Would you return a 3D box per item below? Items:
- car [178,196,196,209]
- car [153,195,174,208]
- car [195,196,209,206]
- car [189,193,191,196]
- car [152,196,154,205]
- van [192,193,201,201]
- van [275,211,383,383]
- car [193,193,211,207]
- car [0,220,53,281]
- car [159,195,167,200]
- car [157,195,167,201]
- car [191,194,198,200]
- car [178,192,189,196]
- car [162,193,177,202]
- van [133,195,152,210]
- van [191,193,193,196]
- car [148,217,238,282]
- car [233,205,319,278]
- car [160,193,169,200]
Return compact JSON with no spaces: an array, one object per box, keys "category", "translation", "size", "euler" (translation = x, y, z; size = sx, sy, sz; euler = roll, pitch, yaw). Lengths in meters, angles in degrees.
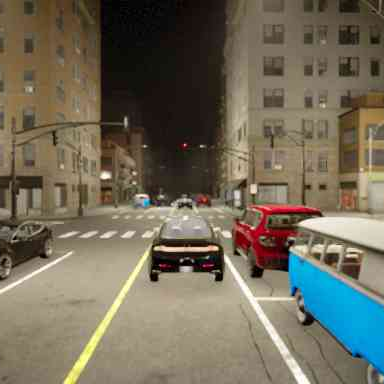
[{"category":"car","translation":[-0.868,1.497,42.659],"size":[1.895,1.301,4.718],"euler":[0,0,-1]},{"category":"car","translation":[-3.887,1.452,46.289],"size":[1.994,1.385,4.181],"euler":[0,0,-1]},{"category":"car","translation":[1.498,1.421,52.769],"size":[2.008,1.369,4.403],"euler":[0,0,-1]},{"category":"car","translation":[1.105,1.144,68.983],"size":[2.192,1.841,5.009],"euler":[0,0,-1]},{"category":"car","translation":[-6.604,1.440,52.579],"size":[1.947,1.339,4.313],"euler":[0,0,-1]},{"category":"van","translation":[0.974,1.156,74.388],"size":[1.690,1.788,3.998],"euler":[0,0,-1]},{"category":"van","translation":[2.560,1.329,4.491],"size":[1.690,1.788,3.998],"euler":[0,0,-1]},{"category":"car","translation":[1.629,1.198,47.364],"size":[2.192,1.841,5.009],"euler":[0,0,-1]},{"category":"car","translation":[-5.591,1.546,9.815],"size":[1.947,1.339,4.313],"euler":[0,0,-1]},{"category":"car","translation":[-7.351,1.358,85.008],"size":[1.947,1.339,4.313],"euler":[0,0,-1]},{"category":"car","translation":[-7.227,1.357,79.603],"size":[2.008,1.369,4.403],"euler":[0,0,-1]},{"category":"car","translation":[0.578,1.298,90.771],"size":[1.752,1.417,4.829],"euler":[0,0,-1]},{"category":"car","translation":[-1.778,1.348,77.506],"size":[2.033,1.411,5.357],"euler":[0,0,-1]},{"category":"car","translation":[-4.245,1.445,64.219],"size":[1.895,1.301,4.718],"euler":[0,0,-1]},{"category":"van","translation":[-6.355,1.243,41.769],"size":[1.690,1.788,3.998],"euler":[0,0,-1]},{"category":"van","translation":[1.236,1.184,63.578],"size":[1.690,1.788,3.998],"euler":[0,0,-1]},{"category":"car","translation":[-0.147,1.469,9.685],"size":[2.128,1.511,4.902],"euler":[0,0,-1]},{"category":"car","translation":[2.432,1.290,10.001],"size":[2.192,1.841,5.009],"euler":[0,0,-1]},{"category":"car","translation":[-7.476,1.093,90.412],"size":[2.192,1.841,5.009],"euler":[0,0,-1]}]
